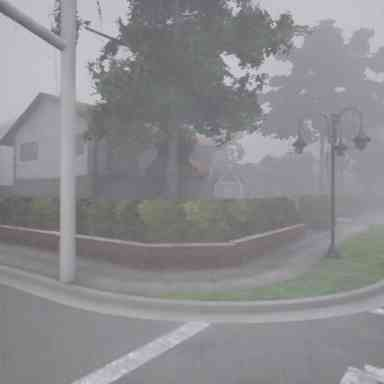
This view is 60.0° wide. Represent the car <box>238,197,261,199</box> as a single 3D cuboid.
[{"bbox_3d":[5.381,1.130,28.183,3.806,1.475,1.970,0,0,36],"label":"car"}]
